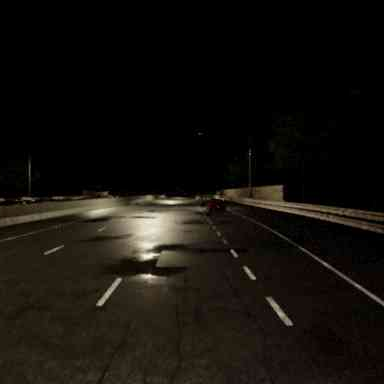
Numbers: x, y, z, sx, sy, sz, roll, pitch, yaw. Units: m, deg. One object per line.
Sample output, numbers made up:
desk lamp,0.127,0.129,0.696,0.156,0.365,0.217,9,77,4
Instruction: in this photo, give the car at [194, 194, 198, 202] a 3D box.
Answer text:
car,2.208,1.775,83.713,1.895,1.301,4.718,0,0,-1

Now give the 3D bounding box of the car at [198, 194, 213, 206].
car,2.628,1.322,56.182,2.150,2.045,5.566,0,0,-1

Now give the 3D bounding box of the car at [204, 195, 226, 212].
car,2.882,1.524,39.657,1.882,1.535,5.008,0,0,-1

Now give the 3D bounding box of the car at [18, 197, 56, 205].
car,-18.201,1.693,39.848,2.033,1.411,5.357,0,0,-1

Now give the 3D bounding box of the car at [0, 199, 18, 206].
car,-21.701,1.666,40.043,1.837,1.490,4.892,0,-1,-1

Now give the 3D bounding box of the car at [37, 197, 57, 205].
car,-29.037,1.722,66.821,1.882,1.535,5.008,0,0,-1
